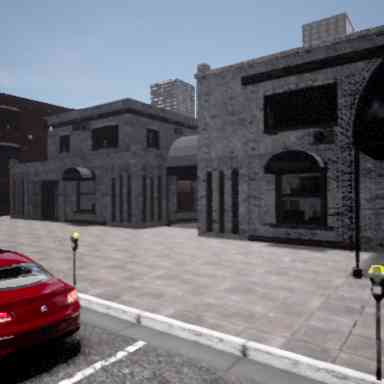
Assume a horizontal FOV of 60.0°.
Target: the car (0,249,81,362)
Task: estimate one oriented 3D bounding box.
[{"bbox_3d":[-3.529,1.601,5.395,4.206,1.307,1.802,0,0,36],"label":"car"}]
